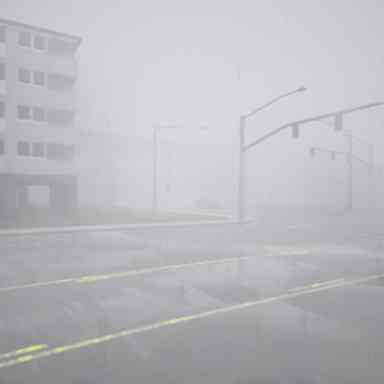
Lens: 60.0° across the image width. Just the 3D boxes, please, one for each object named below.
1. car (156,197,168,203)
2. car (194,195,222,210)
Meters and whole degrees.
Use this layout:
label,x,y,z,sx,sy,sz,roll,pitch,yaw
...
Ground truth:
label,x,y,z,sx,sy,sz,roll,pitch,yaw
car,-6.401,1.723,71.029,1.895,1.301,4.718,1,0,7
car,2.193,1.677,45.525,1.837,1.490,4.892,1,3,-32
